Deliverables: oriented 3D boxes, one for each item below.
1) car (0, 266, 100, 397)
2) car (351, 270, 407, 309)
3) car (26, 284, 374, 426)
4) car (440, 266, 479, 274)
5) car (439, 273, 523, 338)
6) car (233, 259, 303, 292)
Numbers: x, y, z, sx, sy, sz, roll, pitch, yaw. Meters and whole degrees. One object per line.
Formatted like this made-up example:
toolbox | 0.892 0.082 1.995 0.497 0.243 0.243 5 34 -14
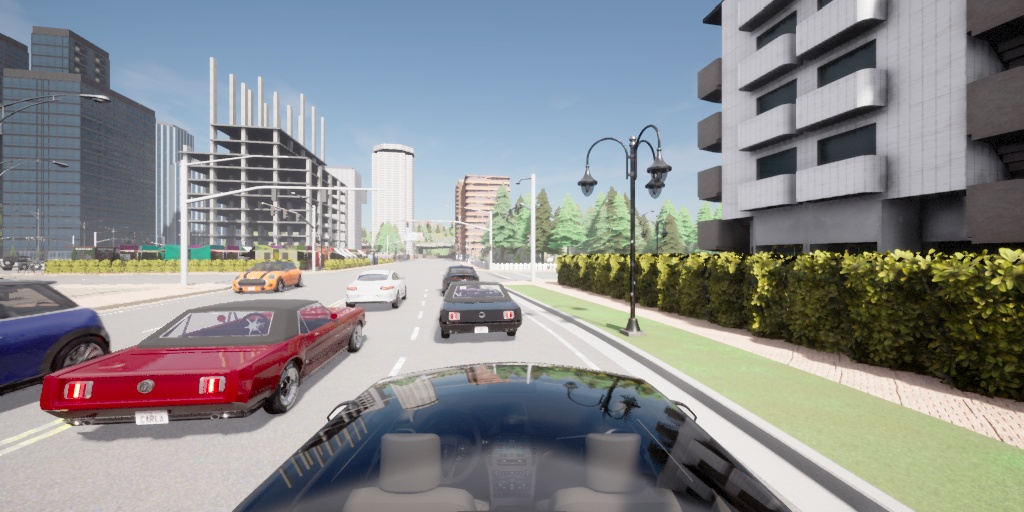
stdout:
car | -7.404 1.102 3.785 2.097 1.767 4.553 0 0 -6
car | -5.447 1.276 14.730 1.812 1.442 4.674 0 0 -11
car | -3.909 1.351 5.846 1.895 1.301 4.718 0 0 -7
car | -2.788 1.255 19.248 1.837 1.490 4.892 0 0 -12
car | -1.038 1.351 10.157 1.895 1.301 4.718 0 0 -9
car | -13.879 1.099 20.650 2.097 1.767 4.553 0 0 -12
